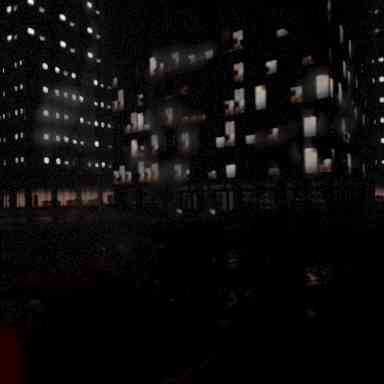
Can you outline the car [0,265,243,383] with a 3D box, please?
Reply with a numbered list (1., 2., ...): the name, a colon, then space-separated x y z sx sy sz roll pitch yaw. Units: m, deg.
1. car: -1.598 1.583 4.031 4.507 1.381 1.887 -1 -1 36
